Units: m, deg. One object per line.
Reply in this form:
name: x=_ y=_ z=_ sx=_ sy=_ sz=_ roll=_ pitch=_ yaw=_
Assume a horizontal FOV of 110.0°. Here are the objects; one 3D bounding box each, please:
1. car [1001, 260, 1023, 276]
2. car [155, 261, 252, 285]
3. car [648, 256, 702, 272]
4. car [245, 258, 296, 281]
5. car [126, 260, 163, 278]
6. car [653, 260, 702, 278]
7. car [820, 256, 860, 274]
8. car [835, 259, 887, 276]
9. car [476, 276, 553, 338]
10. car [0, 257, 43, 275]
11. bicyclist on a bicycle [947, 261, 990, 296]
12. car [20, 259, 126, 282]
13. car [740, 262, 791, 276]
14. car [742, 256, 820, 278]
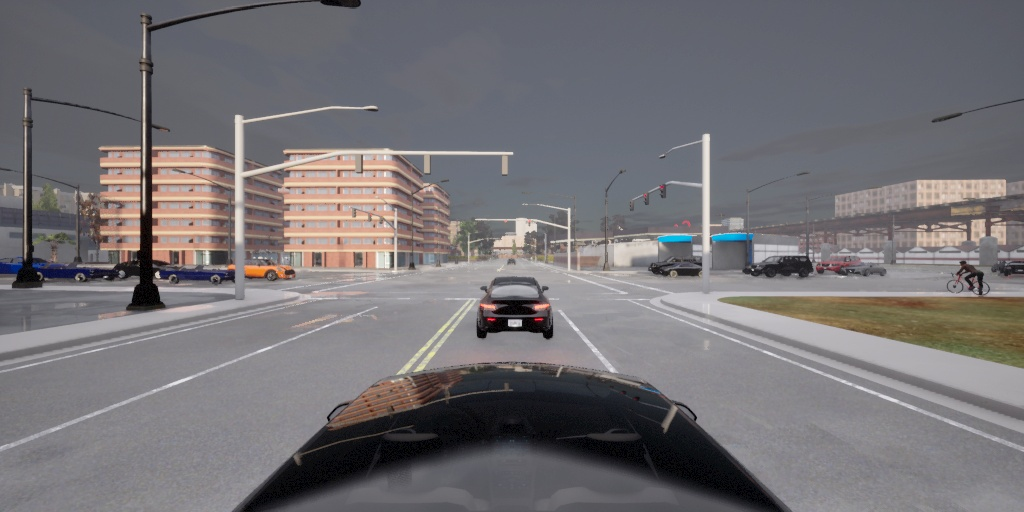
car: x=50.501 y=1.228 z=35.516 sx=5.008 sy=1.535 sz=1.882 roll=0 pitch=0 yaw=-33
car: x=-20.965 y=1.220 z=24.490 sx=4.718 sy=1.301 sz=1.895 roll=1 pitch=0 yaw=2
car: x=17.183 y=0.971 z=37.340 sx=5.566 sy=2.045 sz=2.150 roll=0 pitch=0 yaw=1
car: x=-19.466 y=0.986 z=27.959 sx=4.553 sy=1.767 sz=2.097 roll=1 pitch=0 yaw=1
car: x=-28.243 y=1.021 z=28.122 sx=4.892 sy=1.490 sz=1.837 roll=1 pitch=0 yaw=1
car: x=16.096 y=1.314 z=33.906 sx=4.181 sy=1.385 sz=1.994 roll=0 pitch=0 yaw=0
car: x=36.621 y=0.971 z=40.073 sx=5.566 sy=2.045 sz=2.150 roll=0 pitch=0 yaw=-22
car: x=35.243 y=1.314 z=35.978 sx=4.181 sy=1.385 sz=1.994 roll=0 pitch=0 yaw=-18
car: x=0.073 y=1.276 z=10.015 sx=1.812 sy=1.442 sz=4.674 roll=0 pitch=0 yaw=0
car: x=-38.176 y=0.821 z=28.310 sx=5.008 sy=1.535 sz=1.882 roll=1 pitch=0 yaw=1
bicyclist on a bicycle: x=21.908 y=1.051 z=17.256 sx=0.582 sy=1.620 sz=1.656 roll=0 pitch=0 yaw=0
car: x=-30.080 y=1.088 z=24.654 sx=4.718 sy=1.301 sz=1.895 roll=1 pitch=0 yaw=1
car: x=26.583 y=1.314 z=37.696 sx=4.181 sy=1.385 sz=1.994 roll=0 pitch=0 yaw=-8
car: x=25.449 y=0.971 z=34.037 sx=5.566 sy=2.045 sz=2.150 roll=0 pitch=0 yaw=-5
